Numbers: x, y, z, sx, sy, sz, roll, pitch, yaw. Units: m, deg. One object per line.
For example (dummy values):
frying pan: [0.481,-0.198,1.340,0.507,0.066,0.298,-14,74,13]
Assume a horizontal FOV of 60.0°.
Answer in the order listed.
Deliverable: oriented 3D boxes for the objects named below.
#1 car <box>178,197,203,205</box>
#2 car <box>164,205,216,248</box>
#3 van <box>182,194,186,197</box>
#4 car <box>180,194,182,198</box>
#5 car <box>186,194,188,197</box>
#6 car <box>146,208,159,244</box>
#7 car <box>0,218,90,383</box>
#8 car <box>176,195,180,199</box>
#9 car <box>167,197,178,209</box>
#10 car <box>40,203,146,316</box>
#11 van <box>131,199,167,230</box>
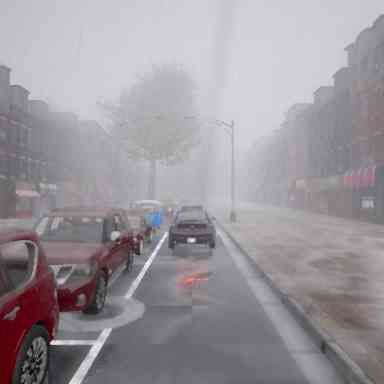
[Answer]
car: [-0.001,1.501,29.661,1.882,1.535,5.008,0,0,0]
car: [0.000,1.523,14.655,1.837,1.490,4.892,0,0,0]
van: [-2.613,1.409,68.630,1.690,1.788,3.998,2,0,0]
car: [-3.015,1.519,54.408,1.882,1.535,5.008,0,0,0]
car: [-2.620,1.658,79.700,1.947,1.339,4.313,2,0,0]
car: [-2.618,1.550,13.278,1.887,1.381,4.507,2,0,0]
car: [-2.611,1.315,2.208,2.192,1.841,5.009,2,0,0]
car: [-3.026,1.489,47.596,1.801,1.575,5.366,0,0,0]
car: [-2.615,1.455,29.885,1.967,1.590,4.097,2,0,0]
car: [-2.611,1.318,7.743,2.192,1.841,5.009,2,0,0]
van: [-2.612,1.350,18.814,1.690,1.788,3.998,2,0,0]
